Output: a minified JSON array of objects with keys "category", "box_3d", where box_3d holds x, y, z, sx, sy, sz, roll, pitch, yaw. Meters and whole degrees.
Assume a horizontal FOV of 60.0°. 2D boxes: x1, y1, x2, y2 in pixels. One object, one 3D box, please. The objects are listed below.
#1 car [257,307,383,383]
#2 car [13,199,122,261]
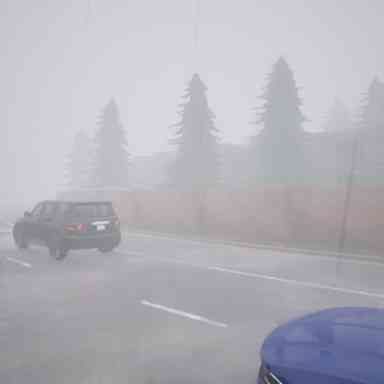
[{"category":"car","box_3d":[2.868,1.490,2.078,5.008,1.535,1.882,0,0,35]},{"category":"car","box_3d":[-5.007,1.300,13.007,5.566,2.045,2.150,0,0,43]}]
